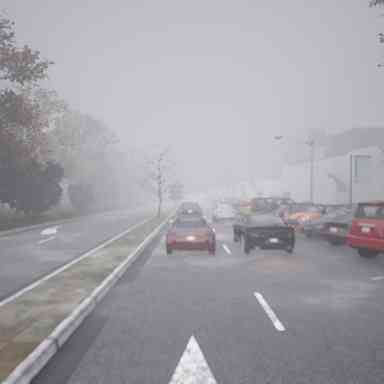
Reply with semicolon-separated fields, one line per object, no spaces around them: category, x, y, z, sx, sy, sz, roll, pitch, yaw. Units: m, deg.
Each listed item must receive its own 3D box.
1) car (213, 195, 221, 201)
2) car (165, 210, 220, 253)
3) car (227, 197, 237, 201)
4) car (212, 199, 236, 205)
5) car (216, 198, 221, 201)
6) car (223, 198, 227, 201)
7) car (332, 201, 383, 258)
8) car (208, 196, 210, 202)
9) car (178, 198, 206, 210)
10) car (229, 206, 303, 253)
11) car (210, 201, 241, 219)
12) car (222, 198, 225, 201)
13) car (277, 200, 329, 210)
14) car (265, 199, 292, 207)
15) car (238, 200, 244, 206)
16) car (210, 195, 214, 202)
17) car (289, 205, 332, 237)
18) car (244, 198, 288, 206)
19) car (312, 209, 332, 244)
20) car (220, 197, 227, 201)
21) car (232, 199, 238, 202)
car;7.677;2.075;65.573;5.566;2.045;2.435;1;-1;-20
car;-0.056;1.698;14.292;1.994;1.385;4.181;0;-1;0
car;7.798;1.713;41.533;5.566;2.045;2.435;1;-1;-20
car;7.713;2.415;80.646;5.366;1.575;1.946;1;0;-20
car;7.696;2.322;62.571;4.792;1.488;2.163;1;-1;-20
car;7.748;2.117;50.548;5.008;1.535;2.097;1;-1;-20
car;8.059;1.342;11.556;5.566;2.045;2.435;1;-1;-20
car;7.474;2.454;86.568;4.792;1.488;2.163;1;0;-20
car;-0.161;1.648;29.044;2.097;1.767;4.553;0;-1;0
car;2.946;1.612;14.474;1.882;1.535;5.008;0;0;0
car;2.839;1.827;29.381;1.812;1.442;4.674;0;-1;0
car;7.737;2.206;53.547;4.674;1.452;2.002;1;-1;-20
car;8.001;1.556;20.552;4.553;1.767;2.185;1;0;-20
car;7.918;1.588;23.537;4.553;1.767;2.185;1;-1;-20
car;8.034;1.872;35.613;5.366;1.575;1.946;1;-1;-20
car;7.562;2.145;74.553;5.566;2.045;2.435;1;0;-20
car;7.997;1.652;17.541;4.892;1.521;2.231;1;0;-20
car;7.931;1.537;29.565;5.566;2.045;2.435;1;-1;-20
car;8.036;1.651;14.557;4.792;1.488;2.163;1;-1;-20
car;7.745;2.087;56.560;4.553;1.767;2.185;1;-1;-20
car;7.667;1.910;38.477;5.366;1.575;1.946;1;-1;-20
